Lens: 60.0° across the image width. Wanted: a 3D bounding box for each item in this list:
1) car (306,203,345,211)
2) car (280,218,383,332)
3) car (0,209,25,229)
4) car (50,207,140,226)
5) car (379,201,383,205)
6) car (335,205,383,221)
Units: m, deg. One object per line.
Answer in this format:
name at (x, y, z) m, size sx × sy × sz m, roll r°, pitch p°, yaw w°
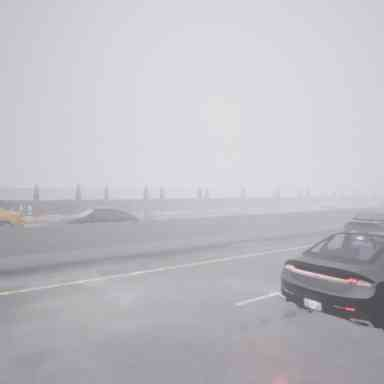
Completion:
car at (9.700, 1.526, 24.044) m, size 4.674 × 1.442 × 1.812 m, roll 0°, pitch 0°, yaw -37°
car at (3.804, 1.492, 6.467) m, size 4.902 × 1.511 × 2.128 m, roll 0°, pitch 0°, yaw -36°
car at (-11.508, 1.478, 17.284) m, size 5.008 × 1.535 × 1.882 m, roll 0°, pitch 0°, yaw -36°
car at (-5.019, 1.526, 17.609) m, size 4.674 × 1.442 × 1.812 m, roll 0°, pitch 0°, yaw -36°
car at (28.434, 1.549, 46.894) m, size 5.357 × 1.411 × 2.033 m, roll 0°, pitch 0°, yaw -37°
car at (8.339, 1.505, 14.086) m, size 4.892 × 1.490 × 1.837 m, roll 0°, pitch 0°, yaw -36°
